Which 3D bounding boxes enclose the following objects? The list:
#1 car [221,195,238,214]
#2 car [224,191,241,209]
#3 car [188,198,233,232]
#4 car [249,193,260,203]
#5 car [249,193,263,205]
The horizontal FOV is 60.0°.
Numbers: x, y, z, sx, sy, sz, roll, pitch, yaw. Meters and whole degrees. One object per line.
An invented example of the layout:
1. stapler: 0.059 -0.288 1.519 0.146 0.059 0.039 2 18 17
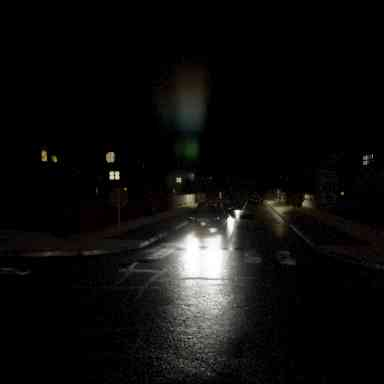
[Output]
1. car: 2.812 1.309 29.290 1.812 1.442 4.674 0 0 11
2. car: 4.719 0.920 39.789 2.150 2.045 5.566 0 1 11
3. car: 1.024 1.350 19.418 2.128 1.511 4.902 0 0 11
4. car: 10.915 1.014 58.113 1.882 1.535 5.008 0 0 10
5. car: 9.251 1.179 48.288 1.994 1.385 4.181 0 0 9
